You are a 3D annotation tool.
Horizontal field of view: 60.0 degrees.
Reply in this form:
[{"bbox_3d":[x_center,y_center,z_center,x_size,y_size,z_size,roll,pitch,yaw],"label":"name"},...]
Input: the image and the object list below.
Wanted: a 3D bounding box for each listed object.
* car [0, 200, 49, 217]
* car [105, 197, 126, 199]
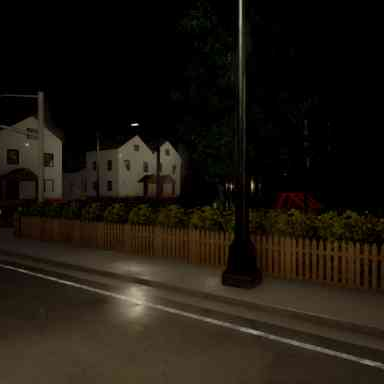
[{"bbox_3d":[-15.037,1.491,30.641,2.128,1.511,4.902,0,0,35],"label":"car"},{"bbox_3d":[-9.389,1.352,38.811,2.097,1.767,4.553,0,0,35],"label":"car"}]
